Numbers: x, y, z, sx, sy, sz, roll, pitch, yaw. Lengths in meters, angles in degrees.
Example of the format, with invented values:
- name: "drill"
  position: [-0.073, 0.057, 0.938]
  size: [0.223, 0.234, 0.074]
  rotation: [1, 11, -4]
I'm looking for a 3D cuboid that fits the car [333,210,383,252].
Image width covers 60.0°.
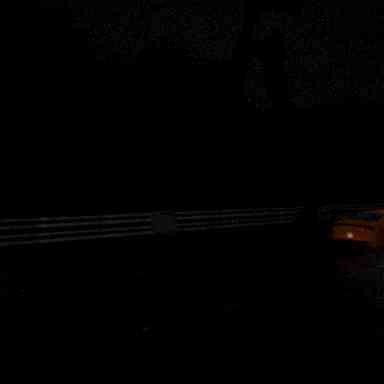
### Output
- name: "car"
  position: [7.807, 1.469, 13.618]
  size: [5.008, 1.535, 1.882]
  rotation: [1, -1, -35]
